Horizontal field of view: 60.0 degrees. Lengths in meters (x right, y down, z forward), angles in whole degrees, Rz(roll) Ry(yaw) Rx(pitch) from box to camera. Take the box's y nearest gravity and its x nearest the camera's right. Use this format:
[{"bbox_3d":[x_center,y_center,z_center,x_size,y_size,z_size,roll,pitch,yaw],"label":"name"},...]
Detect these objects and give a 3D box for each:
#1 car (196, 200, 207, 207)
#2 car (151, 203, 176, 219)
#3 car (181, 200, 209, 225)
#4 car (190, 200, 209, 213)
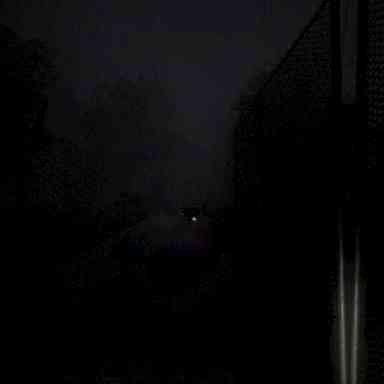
[{"bbox_3d":[2.112,2.534,72.198,1.837,1.490,4.892,0,-2,10],"label":"car"},{"bbox_3d":[-2.575,1.749,31.047,1.994,1.385,4.181,0,-1,2],"label":"car"},{"bbox_3d":[0.204,1.631,25.437,1.837,1.490,4.892,0,-1,1],"label":"car"},{"bbox_3d":[1.045,1.854,42.971,2.128,1.511,4.902,0,-1,4],"label":"car"}]
